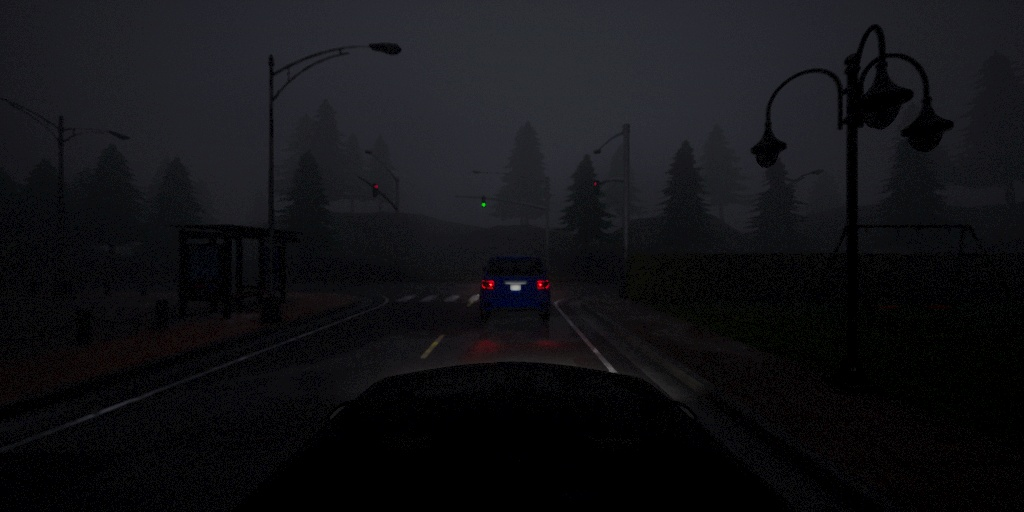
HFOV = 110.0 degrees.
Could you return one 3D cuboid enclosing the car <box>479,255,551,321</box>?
[{"bbox_3d":[0.090,0.972,12.657,2.150,2.045,5.566,0,0,0],"label":"car"}]
